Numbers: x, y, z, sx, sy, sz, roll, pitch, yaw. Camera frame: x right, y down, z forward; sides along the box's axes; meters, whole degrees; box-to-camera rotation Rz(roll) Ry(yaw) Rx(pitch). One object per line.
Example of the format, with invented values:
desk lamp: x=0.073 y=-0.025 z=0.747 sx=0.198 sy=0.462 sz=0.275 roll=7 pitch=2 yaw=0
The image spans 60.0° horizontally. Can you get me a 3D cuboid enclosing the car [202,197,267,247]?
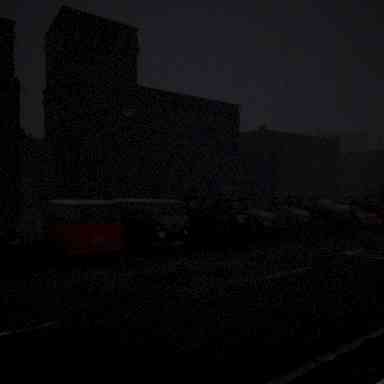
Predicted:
car: x=0.404 y=1.225 z=15.303 sx=2.435 sy=2.045 sz=5.566 roll=0 pitch=0 yaw=-35

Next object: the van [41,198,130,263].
van: x=-4.173 y=1.244 z=12.149 sx=1.878 sy=1.987 sz=4.442 roll=0 pitch=0 yaw=-35

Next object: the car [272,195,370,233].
car: x=7.123 y=1.244 z=20.024 sx=2.435 sy=2.045 sz=5.566 roll=0 pitch=0 yaw=-35

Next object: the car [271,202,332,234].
car: x=4.895 y=1.528 z=18.466 sx=2.002 sy=1.452 sz=4.674 roll=0 pitch=0 yaw=-35

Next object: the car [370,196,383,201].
car: x=11.719 y=1.261 z=23.371 sx=2.435 sy=2.045 sz=5.566 roll=0 pitch=0 yaw=-36

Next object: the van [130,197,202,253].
van: x=-1.776 y=1.246 z=13.571 sx=1.878 sy=1.987 sz=4.442 roll=0 pitch=0 yaw=-35

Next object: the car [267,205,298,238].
car: x=2.684 y=1.522 z=16.891 sx=2.002 sy=1.452 sz=4.674 roll=0 pitch=0 yaw=-35

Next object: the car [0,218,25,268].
car: x=-6.469 y=1.508 z=10.365 sx=2.002 sy=1.452 sz=4.674 roll=0 pitch=0 yaw=-35

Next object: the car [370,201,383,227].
car: x=9.363 y=1.500 z=21.884 sx=1.946 sy=1.575 sz=5.366 roll=0 pitch=0 yaw=-35
